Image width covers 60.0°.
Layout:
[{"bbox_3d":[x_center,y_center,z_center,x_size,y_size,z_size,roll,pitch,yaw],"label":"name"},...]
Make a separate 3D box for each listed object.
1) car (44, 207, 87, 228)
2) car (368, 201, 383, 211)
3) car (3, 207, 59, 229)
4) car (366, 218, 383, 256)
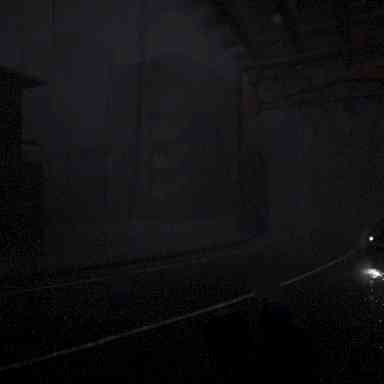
[{"bbox_3d":[-10.885,2.085,26.670,2.033,1.415,5.357,0,-1,27],"label":"car"},{"bbox_3d":[27.965,2.089,50.655,1.994,1.385,4.181,0,-1,27],"label":"car"},{"bbox_3d":[-13.509,2.101,28.131,1.851,1.617,3.988,0,-1,27],"label":"car"},{"bbox_3d":[8.097,1.737,13.056,1.895,1.301,4.718,0,-1,34],"label":"car"}]
